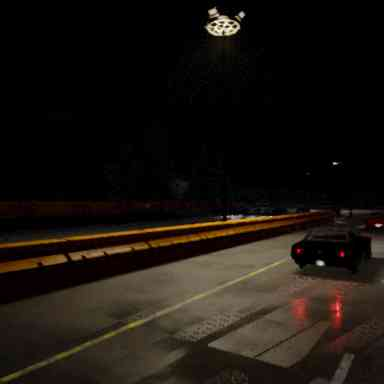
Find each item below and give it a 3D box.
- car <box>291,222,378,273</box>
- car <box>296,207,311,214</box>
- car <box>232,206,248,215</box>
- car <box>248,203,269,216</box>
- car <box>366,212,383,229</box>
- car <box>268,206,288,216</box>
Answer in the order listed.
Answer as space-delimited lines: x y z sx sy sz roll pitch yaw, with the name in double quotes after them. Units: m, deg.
5.261 1.958 12.100 1.895 1.301 4.718 -2 -2 35 "car"
17.308 3.010 51.603 2.128 1.511 4.902 -1 -2 26 "car"
8.419 3.231 57.323 2.128 1.511 4.902 -1 -2 25 "car"
11.734 2.909 56.124 2.150 2.045 5.566 -1 -2 25 "car"
14.527 2.252 25.506 1.812 1.442 4.674 -1 -2 34 "car"
14.012 3.077 52.828 1.837 1.490 4.892 -1 -2 26 "car"
